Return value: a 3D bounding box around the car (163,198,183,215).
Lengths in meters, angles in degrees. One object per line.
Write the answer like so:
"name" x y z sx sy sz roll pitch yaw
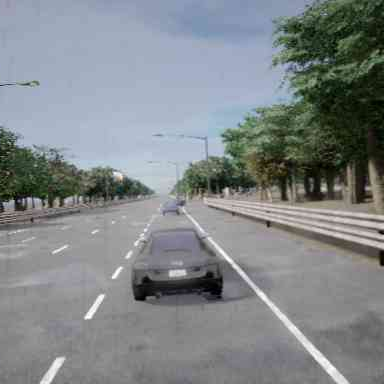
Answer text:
"car" -2.462 1.799 38.137 2.033 1.411 5.357 -3 0 -4

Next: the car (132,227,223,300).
"car" -0.427 1.616 8.697 1.994 1.385 4.181 -3 0 -4

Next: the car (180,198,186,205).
"car" -2.382 1.876 61.202 1.994 1.385 4.181 -4 0 7
